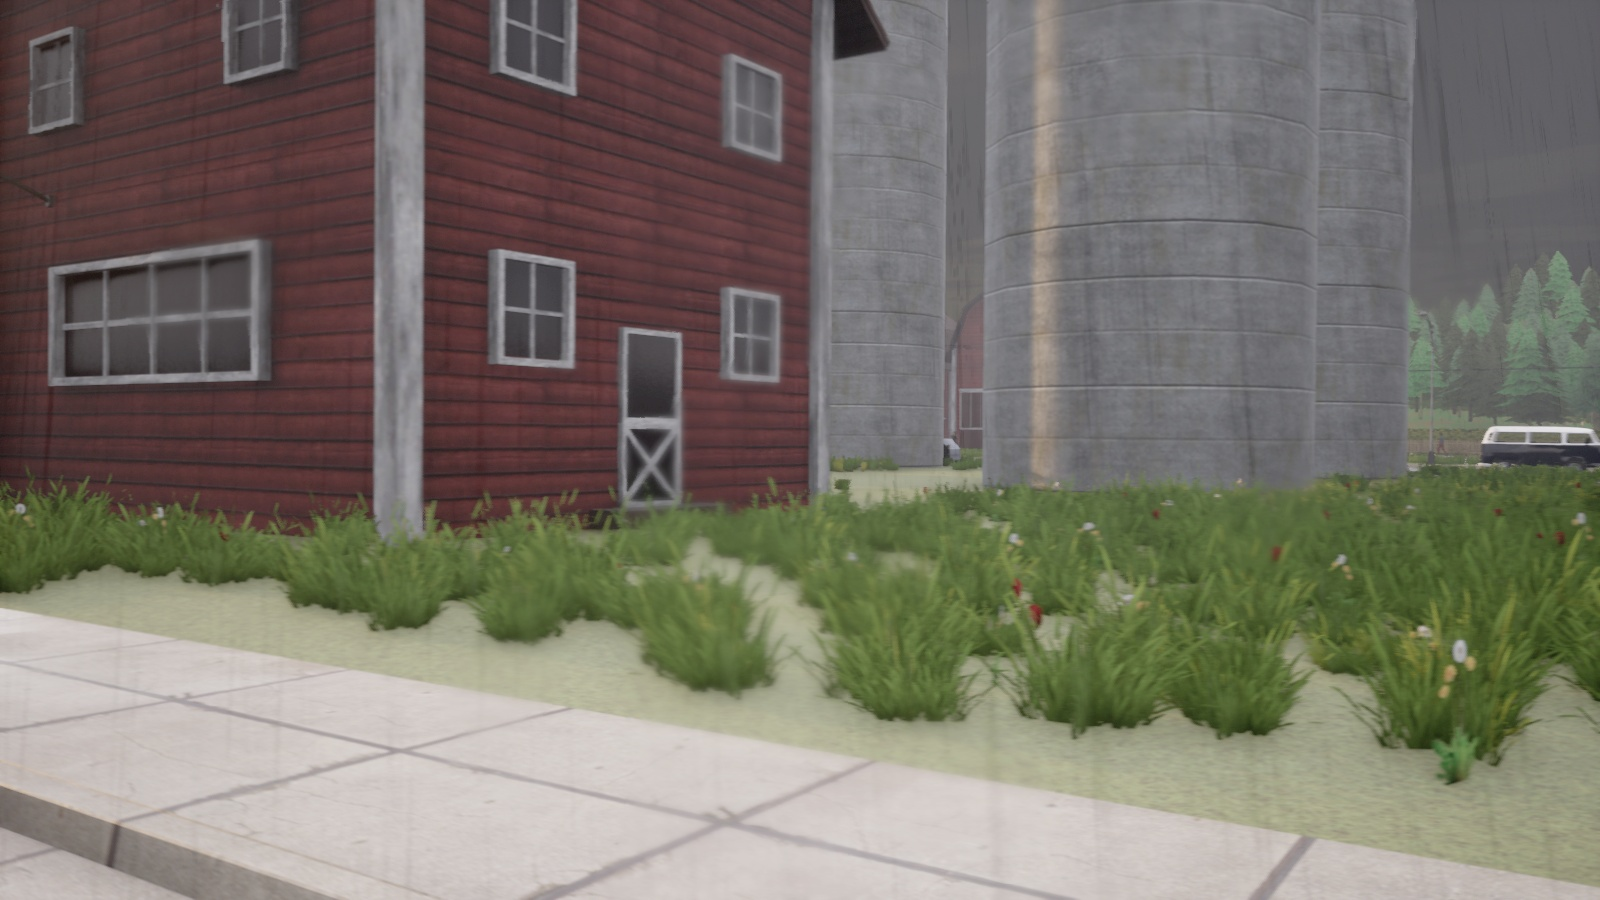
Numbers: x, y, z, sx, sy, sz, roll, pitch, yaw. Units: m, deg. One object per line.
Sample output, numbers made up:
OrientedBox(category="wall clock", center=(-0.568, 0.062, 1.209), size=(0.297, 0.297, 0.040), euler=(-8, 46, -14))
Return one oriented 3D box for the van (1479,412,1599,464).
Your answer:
OrientedBox(category="van", center=(30.100, -0.488, 50.739), size=(4.480, 2.038, 2.069), euler=(0, 1, 34))
